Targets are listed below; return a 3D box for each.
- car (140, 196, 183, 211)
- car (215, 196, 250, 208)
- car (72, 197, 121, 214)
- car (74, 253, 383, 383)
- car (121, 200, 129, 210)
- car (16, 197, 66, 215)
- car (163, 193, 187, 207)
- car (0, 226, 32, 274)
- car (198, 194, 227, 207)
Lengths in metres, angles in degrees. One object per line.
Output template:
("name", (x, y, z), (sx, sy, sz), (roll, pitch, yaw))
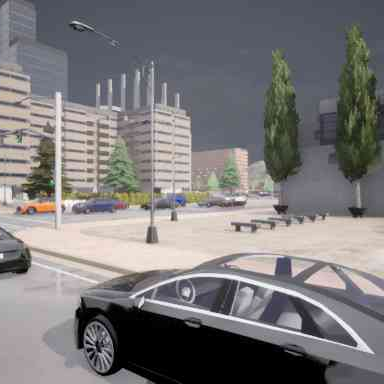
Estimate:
("car", (-3.982, 1.547, 41.906), (2.033, 1.411, 5.357), (0, 0, 41))
("car", (5.804, 1.601, 47.554), (1.895, 1.301, 4.718), (0, 0, 41))
("car", (-10.186, 1.352, 34.744), (2.097, 1.767, 4.553), (0, 0, 41))
("car", (0.574, 1.492, 3.866), (4.902, 1.511, 2.128), (0, 0, 37))
("car", (-9.749, 1.564, 40.588), (1.994, 1.385, 4.181), (0, 0, 41))
("car", (-15.447, 1.352, 34.113), (2.097, 1.767, 4.553), (0, 0, 42))
("car", (-3.084, 1.223, 48.283), (2.150, 2.045, 5.566), (0, 0, 41))
("car", (-6.333, 1.564, 9.484), (4.181, 1.385, 1.994), (0, 0, 40))
("car", (2.830, 1.491, 49.752), (2.128, 1.511, 4.902), (0, 0, 41))
